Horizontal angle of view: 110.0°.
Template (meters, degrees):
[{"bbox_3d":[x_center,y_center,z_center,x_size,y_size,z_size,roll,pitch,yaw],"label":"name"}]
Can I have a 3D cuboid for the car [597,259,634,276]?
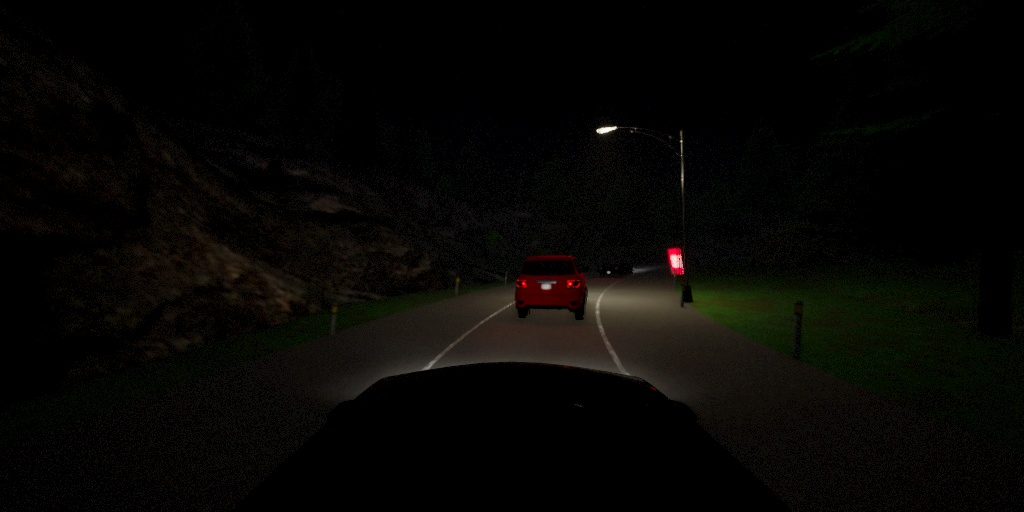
[{"bbox_3d":[8.884,0.929,30.435,1.895,1.301,4.718,-2,1,32],"label":"car"}]

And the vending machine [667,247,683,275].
[{"bbox_3d":[12.703,0.381,27.609,1.100,2.100,0.880,0,0,33],"label":"vending machine"}]

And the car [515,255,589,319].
[{"bbox_3d":[1.601,0.979,13.227,2.150,2.045,5.566,-1,0,13],"label":"car"}]
